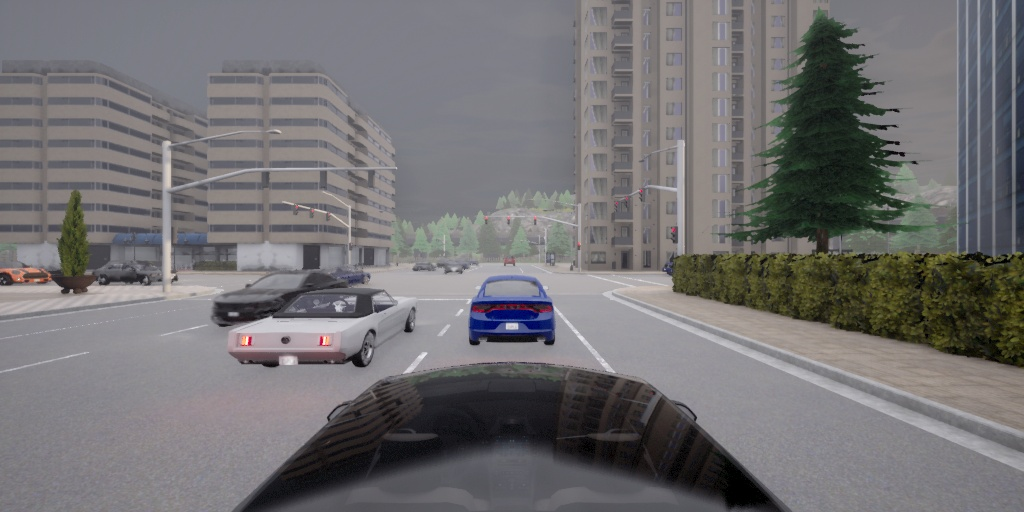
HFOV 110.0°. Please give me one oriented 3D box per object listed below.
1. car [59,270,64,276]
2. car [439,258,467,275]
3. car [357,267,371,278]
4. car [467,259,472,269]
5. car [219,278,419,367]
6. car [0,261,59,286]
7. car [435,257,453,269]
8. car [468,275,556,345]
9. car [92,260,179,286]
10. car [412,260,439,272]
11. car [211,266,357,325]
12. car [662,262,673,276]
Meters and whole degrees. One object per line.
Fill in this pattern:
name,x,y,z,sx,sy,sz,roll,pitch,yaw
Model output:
car,-38.613,1.351,28.318,4.718,1.301,1.895,0,0,0
car,-6.541,1.242,39.340,2.128,1.511,4.902,0,0,-14
car,-10.788,1.351,22.939,1.895,1.301,4.718,0,0,-1
car,-7.551,1.102,52.996,2.097,1.767,4.553,0,0,0
car,-3.496,1.351,7.841,1.895,1.301,4.718,0,0,0
car,-35.097,1.102,24.810,4.553,1.767,2.097,0,0,0
car,-11.092,1.102,58.896,2.097,1.767,4.553,0,0,0
car,-0.004,1.228,9.507,1.882,1.535,5.008,0,0,0
car,-25.946,1.241,24.780,4.902,1.511,2.128,0,0,1
car,-11.084,1.314,45.447,1.994,1.385,4.181,0,0,3
car,-7.187,1.227,11.719,1.882,1.535,5.008,0,0,-1
car,17.894,0.971,35.453,5.566,2.045,2.150,0,0,0
